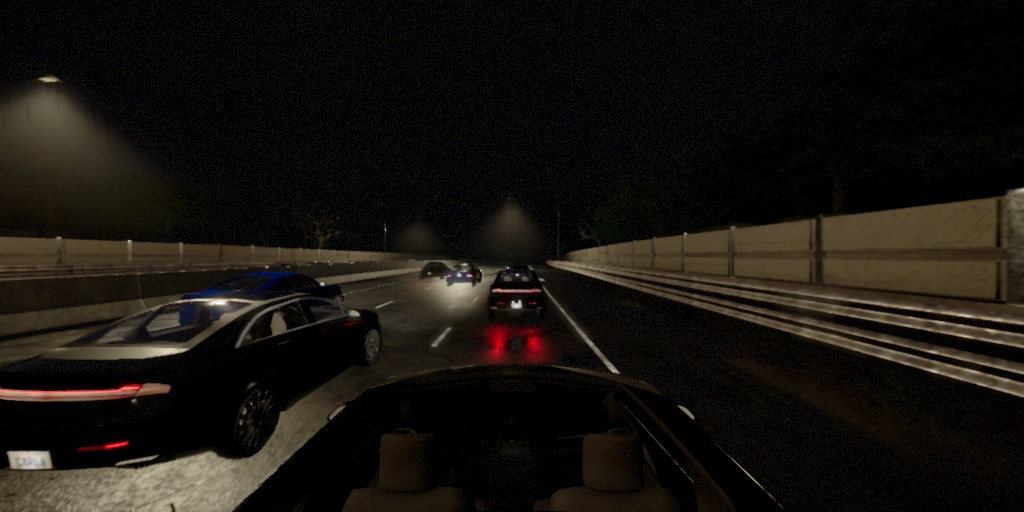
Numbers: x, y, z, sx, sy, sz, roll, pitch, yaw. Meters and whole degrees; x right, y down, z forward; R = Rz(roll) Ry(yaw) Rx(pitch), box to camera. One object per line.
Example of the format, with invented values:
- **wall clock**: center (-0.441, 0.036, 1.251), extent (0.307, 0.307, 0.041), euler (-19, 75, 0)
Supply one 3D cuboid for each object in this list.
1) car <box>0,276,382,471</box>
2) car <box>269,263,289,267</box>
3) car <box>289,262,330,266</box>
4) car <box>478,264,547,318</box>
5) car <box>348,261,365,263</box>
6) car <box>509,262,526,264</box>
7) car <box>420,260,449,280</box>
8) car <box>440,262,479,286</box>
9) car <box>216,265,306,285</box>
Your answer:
- **car**: center (-3.423, 1.234, 4.990), extent (2.128, 1.511, 4.902), euler (0, 0, 1)
- **car**: center (-24.005, 1.333, 37.436), extent (1.895, 1.301, 4.718), euler (0, 0, 2)
- **car**: center (-20.498, 1.282, 37.757), extent (2.033, 1.411, 5.357), euler (0, 0, 2)
- **car**: center (0.169, 1.219, 12.819), extent (2.128, 1.511, 4.902), euler (0, 0, 1)
- **car**: center (-16.955, 1.292, 38.943), extent (2.033, 1.411, 5.357), euler (0, 0, 2)
- **car**: center (0.477, 1.206, 29.718), extent (1.837, 1.490, 4.892), euler (0, 0, 2)
- **car**: center (-6.498, 1.228, 30.785), extent (1.812, 1.442, 4.674), euler (0, 0, 2)
- **car**: center (-3.158, 1.251, 24.419), extent (2.033, 1.411, 5.357), euler (0, 0, 1)
- **car**: center (-6.862, 1.208, 10.555), extent (1.882, 1.535, 5.008), euler (0, 0, 0)
